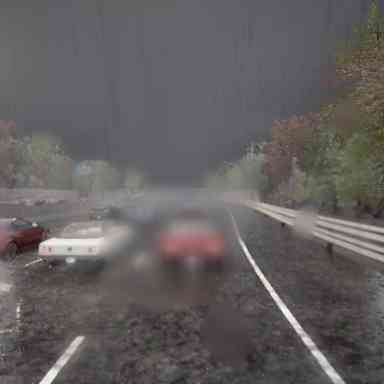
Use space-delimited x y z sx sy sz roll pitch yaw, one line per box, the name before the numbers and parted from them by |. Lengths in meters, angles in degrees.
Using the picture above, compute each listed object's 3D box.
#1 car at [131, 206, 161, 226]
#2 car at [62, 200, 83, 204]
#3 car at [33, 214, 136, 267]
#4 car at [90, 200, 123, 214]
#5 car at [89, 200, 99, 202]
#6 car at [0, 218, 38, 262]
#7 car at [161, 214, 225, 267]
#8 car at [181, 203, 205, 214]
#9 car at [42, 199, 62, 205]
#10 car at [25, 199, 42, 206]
car | -3.474 1.754 25.238 2.033 1.411 5.357 0 0 1
car | -21.019 2.069 60.081 2.033 1.411 5.357 0 -1 0
car | -3.460 1.696 11.784 1.895 1.301 4.718 0 0 0
car | -6.957 1.717 27.388 2.128 1.511 4.902 0 0 0
car | -17.533 2.086 60.254 1.994 1.385 4.181 0 -1 1
car | -6.953 1.666 12.536 1.994 1.385 4.181 0 0 0
car | 0.040 1.696 11.788 1.895 1.301 4.718 0 0 0
car | 0.052 1.713 28.612 1.882 1.535 5.008 0 0 0
car | -24.523 1.999 60.005 1.882 1.535 5.008 0 0 1
car | -28.023 2.018 59.555 2.128 1.511 4.902 0 -1 1
